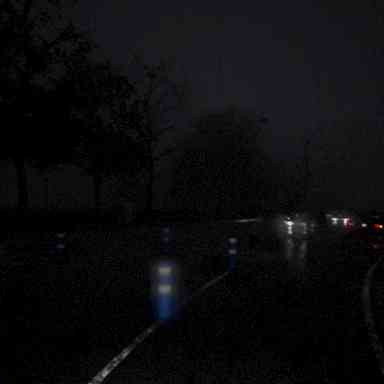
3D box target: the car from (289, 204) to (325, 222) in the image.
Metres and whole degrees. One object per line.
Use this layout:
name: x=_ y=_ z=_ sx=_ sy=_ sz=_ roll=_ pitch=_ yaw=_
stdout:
car: x=10.465 y=1.869 z=29.998 sx=1.837 sy=1.490 sz=4.892 roll=1 pitch=-1 yaw=40

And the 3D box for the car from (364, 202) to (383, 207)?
car: x=27.999 y=2.627 z=51.307 sx=2.150 sy=2.045 sz=5.566 roll=1 pitch=-2 yaw=40

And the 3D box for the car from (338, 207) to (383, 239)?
car: x=10.038 y=1.738 z=18.228 sx=2.033 sy=1.411 sz=5.357 roll=1 pitch=-1 yaw=40

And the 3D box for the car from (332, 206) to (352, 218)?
car: x=18.350 y=2.372 z=39.546 sx=2.033 sy=1.411 sz=5.357 roll=1 pitch=-2 yaw=40
